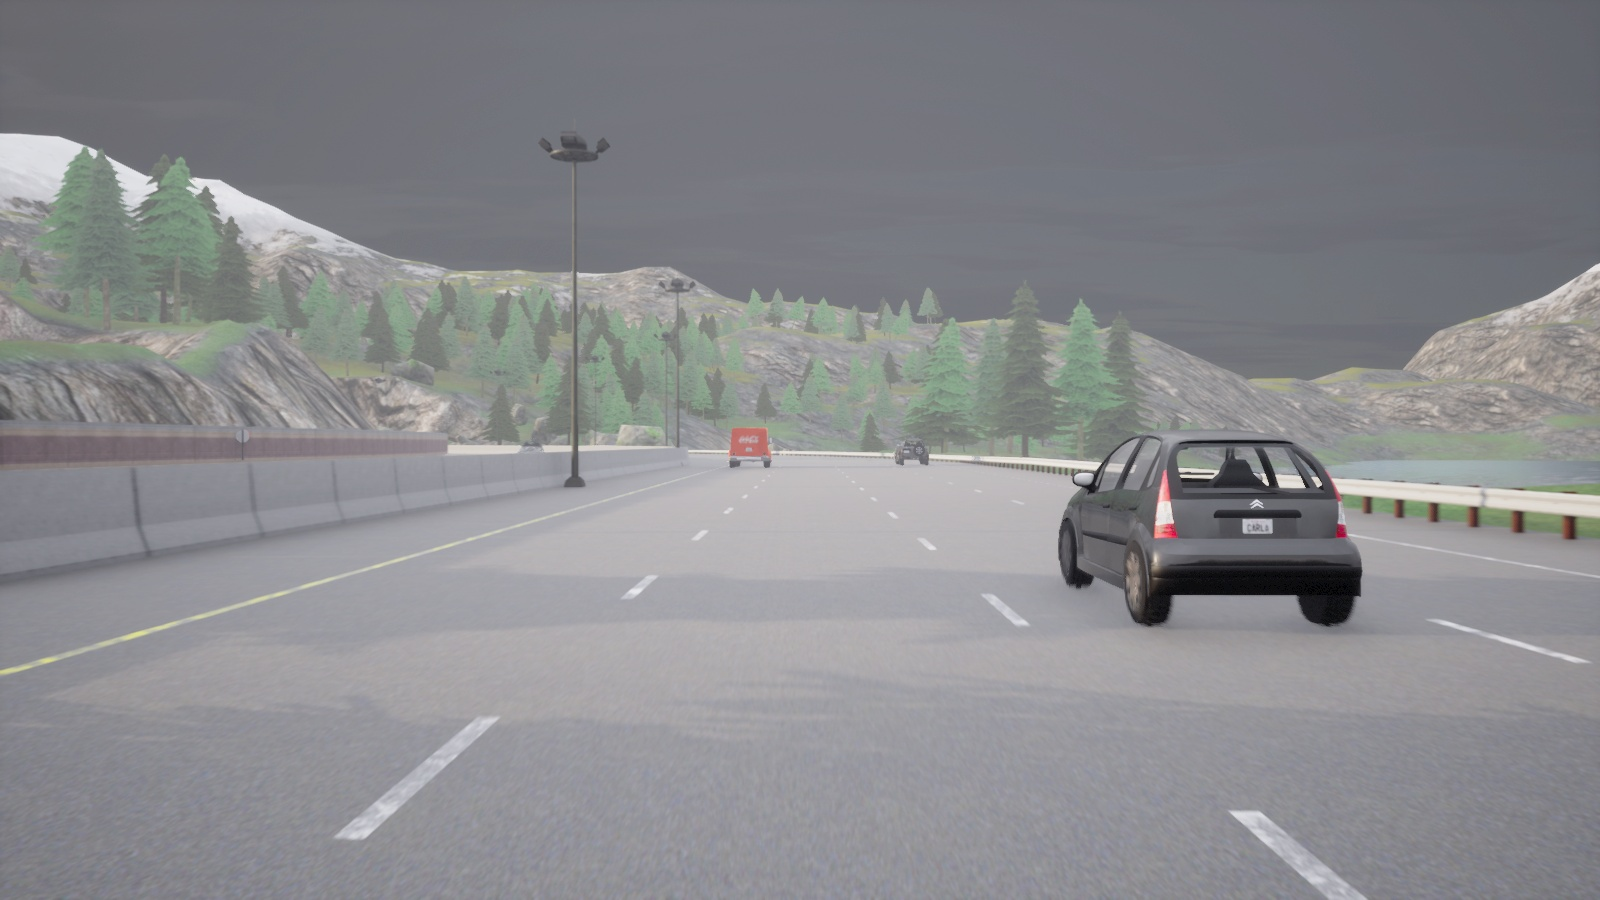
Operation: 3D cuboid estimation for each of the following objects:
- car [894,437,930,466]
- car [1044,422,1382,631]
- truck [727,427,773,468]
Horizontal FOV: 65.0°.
[{"bbox_3d":[7.461,0.100,84.146,1.932,1.855,4.605,0,0,-1],"label":"car"},{"bbox_3d":[3.583,0.582,11.703,1.851,1.617,3.988,0,0,0],"label":"car"},{"bbox_3d":[-3.038,-0.169,77.698,2.627,2.467,5.204,0,1,0],"label":"truck"}]
